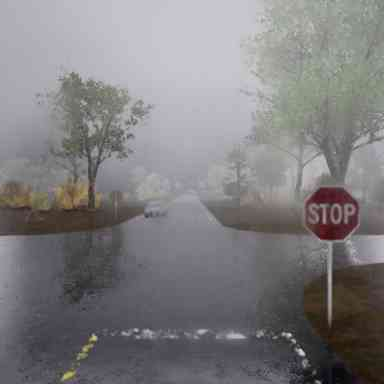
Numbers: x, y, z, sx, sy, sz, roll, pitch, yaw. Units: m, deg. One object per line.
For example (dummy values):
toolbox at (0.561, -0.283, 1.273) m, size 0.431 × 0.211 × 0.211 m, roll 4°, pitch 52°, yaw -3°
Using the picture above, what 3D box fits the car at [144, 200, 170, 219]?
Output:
car at (-3.002, 1.520, 28.956) m, size 1.837 × 1.490 × 4.892 m, roll 0°, pitch 1°, yaw 0°
